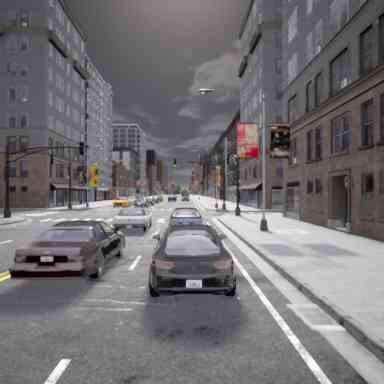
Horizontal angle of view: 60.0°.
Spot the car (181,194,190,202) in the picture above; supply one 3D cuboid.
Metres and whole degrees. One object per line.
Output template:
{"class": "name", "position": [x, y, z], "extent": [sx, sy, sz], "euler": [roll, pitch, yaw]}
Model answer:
{"class": "car", "position": [-1.598, 1.692, 80.781], "extent": [1.895, 1.301, 4.718], "euler": [0, 0, -1]}

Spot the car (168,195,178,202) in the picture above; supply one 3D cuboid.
{"class": "car", "position": [-4.839, 1.574, 80.269], "extent": [1.882, 1.535, 5.008], "euler": [0, 0, -1]}

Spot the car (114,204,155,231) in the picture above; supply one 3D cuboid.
{"class": "car", "position": [-3.555, 1.626, 20.683], "extent": [1.895, 1.301, 4.718], "euler": [0, 0, -2]}

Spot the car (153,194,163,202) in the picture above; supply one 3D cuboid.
{"class": "car", "position": [-8.074, 1.441, 79.460], "extent": [2.097, 1.767, 4.553], "euler": [0, 0, -1]}

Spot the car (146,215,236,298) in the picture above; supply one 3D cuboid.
{"class": "car", "position": [-0.038, 1.535, 8.458], "extent": [1.812, 1.442, 4.674], "euler": [0, 0, -2]}

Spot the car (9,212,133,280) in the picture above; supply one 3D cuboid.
{"class": "car", "position": [-3.318, 1.559, 9.991], "extent": [2.033, 1.411, 5.357], "euler": [0, 0, -1]}

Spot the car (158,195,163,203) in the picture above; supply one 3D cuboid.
{"class": "car", "position": [-7.867, 1.615, 69.229], "extent": [2.128, 1.511, 4.902], "euler": [0, 0, -1]}

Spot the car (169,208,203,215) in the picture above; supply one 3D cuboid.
{"class": "car", "position": [-0.335, 1.569, 18.399], "extent": [2.033, 1.411, 5.357], "euler": [0, 0, -1]}

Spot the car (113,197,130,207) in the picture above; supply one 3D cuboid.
{"class": "car", "position": [-10.854, 1.546, 51.479], "extent": [1.882, 1.535, 5.008], "euler": [0, 0, -1]}

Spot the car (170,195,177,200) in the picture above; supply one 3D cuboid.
{"class": "car", "position": [-5.050, 1.478, 90.687], "extent": [1.837, 1.490, 4.892], "euler": [0, 0, -1]}

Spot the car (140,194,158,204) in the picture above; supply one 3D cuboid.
{"class": "car", "position": [-7.742, 1.570, 59.359], "extent": [2.128, 1.511, 4.902], "euler": [0, 0, -1]}

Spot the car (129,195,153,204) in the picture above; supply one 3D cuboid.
{"class": "car", "position": [-7.572, 1.558, 50.006], "extent": [2.128, 1.511, 4.902], "euler": [0, 0, -1]}
